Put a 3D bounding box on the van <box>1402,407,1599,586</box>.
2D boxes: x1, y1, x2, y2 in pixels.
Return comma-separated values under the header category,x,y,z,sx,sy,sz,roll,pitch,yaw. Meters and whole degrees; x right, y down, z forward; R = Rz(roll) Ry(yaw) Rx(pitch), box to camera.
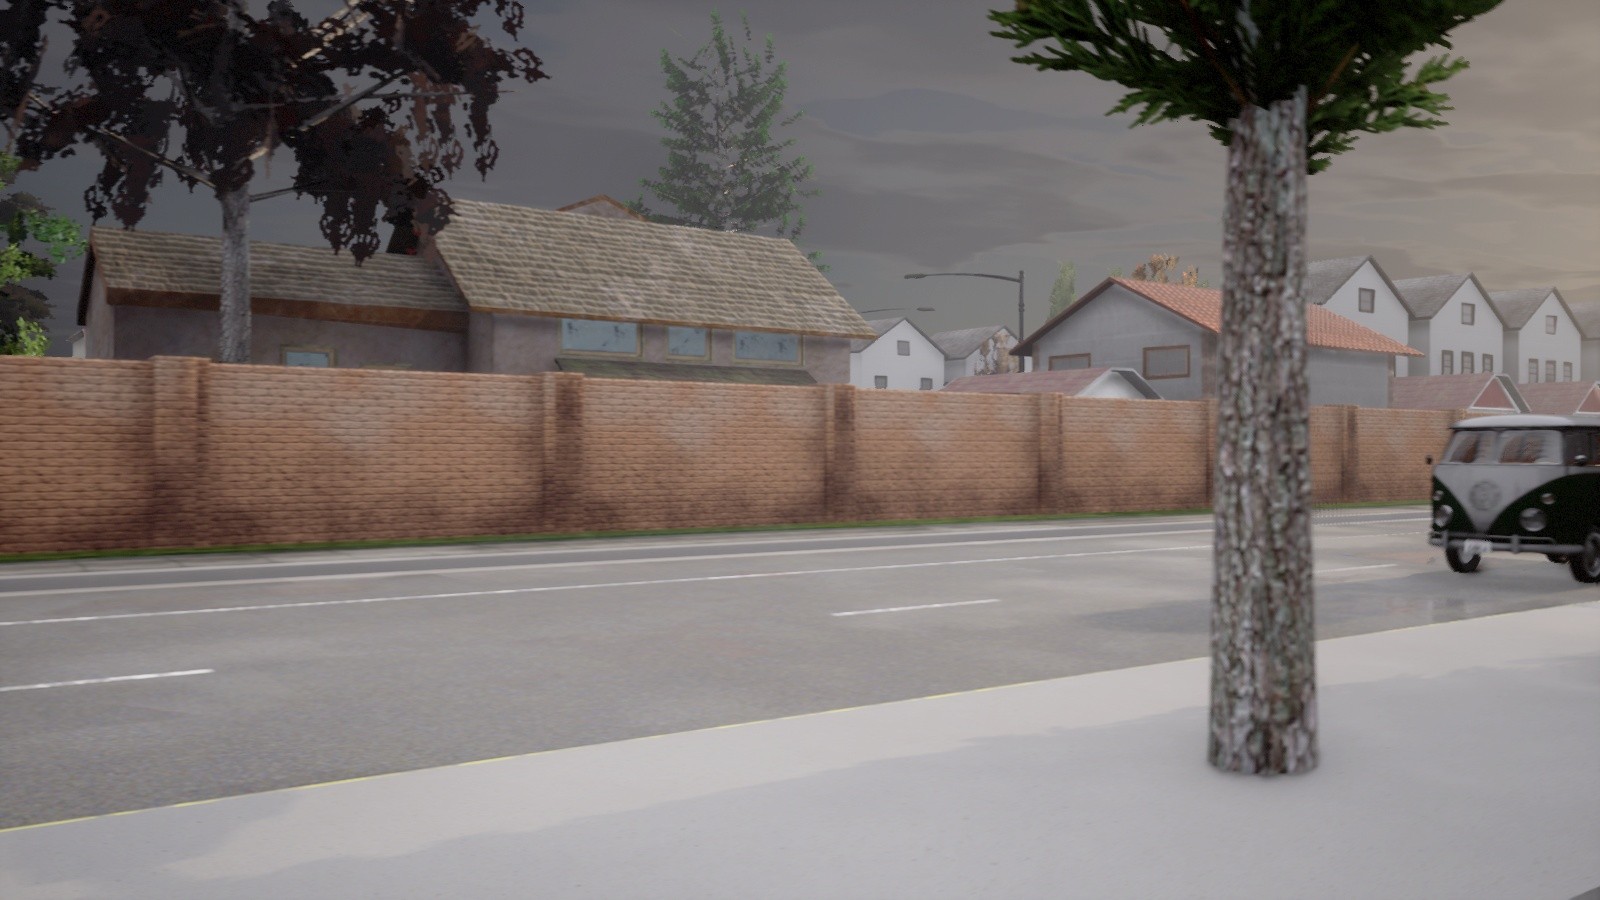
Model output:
category,x,y,z,sx,sy,sz,roll,pitch,yaw
van,9.685,0.516,15.883,4.442,1.987,1.775,0,0,-35
